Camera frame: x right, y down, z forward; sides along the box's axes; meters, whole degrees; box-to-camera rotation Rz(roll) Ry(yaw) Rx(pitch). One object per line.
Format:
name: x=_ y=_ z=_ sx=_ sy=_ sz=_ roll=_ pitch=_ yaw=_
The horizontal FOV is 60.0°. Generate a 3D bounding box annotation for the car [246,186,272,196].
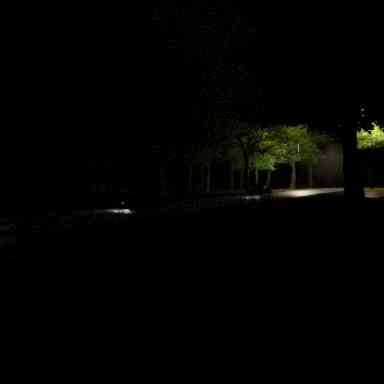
car: x=9.535 y=-0.180 z=47.329 sx=1.895 sy=1.301 sz=4.718 roll=-1 pitch=2 yaw=38

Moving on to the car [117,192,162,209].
car: x=-4.530 y=0.668 z=29.088 sx=1.994 sy=1.385 sz=4.181 roll=-1 pitch=2 yaw=38
